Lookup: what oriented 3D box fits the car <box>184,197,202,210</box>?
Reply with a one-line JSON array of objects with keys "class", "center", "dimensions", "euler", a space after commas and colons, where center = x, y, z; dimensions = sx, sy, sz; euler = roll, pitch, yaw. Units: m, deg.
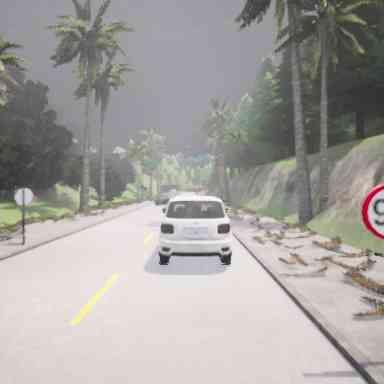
[{"class": "car", "center": [0.100, 1.330, 38.982], "dimensions": [1.895, 1.301, 4.718], "euler": [0, 0, 0]}]

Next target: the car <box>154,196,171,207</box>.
[{"class": "car", "center": [-4.079, 1.280, 46.225], "dimensions": [1.895, 1.301, 4.718], "euler": [0, 0, 0]}]

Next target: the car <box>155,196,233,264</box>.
[{"class": "car", "center": [0.099, 1.141, 11.568], "dimensions": [2.150, 2.045, 5.566], "euler": [0, 0, 0]}]
